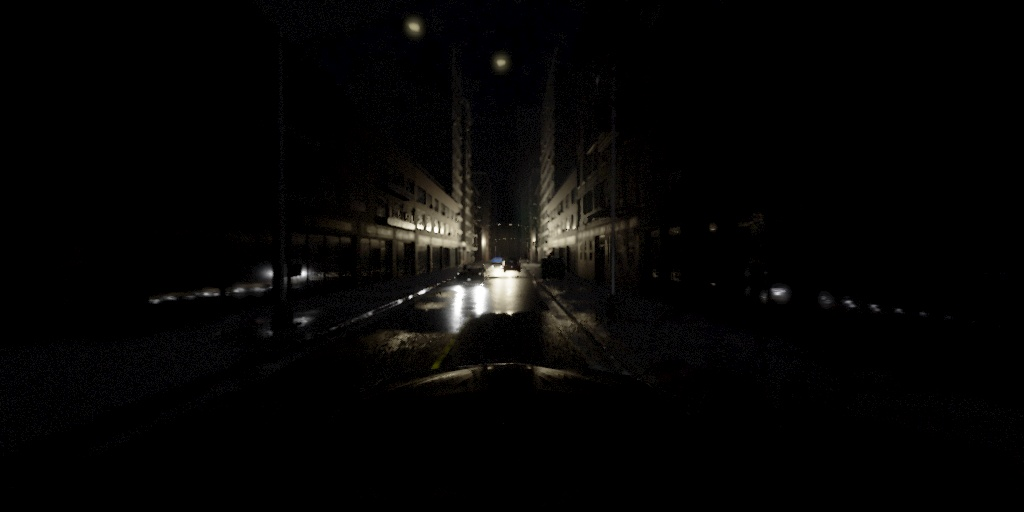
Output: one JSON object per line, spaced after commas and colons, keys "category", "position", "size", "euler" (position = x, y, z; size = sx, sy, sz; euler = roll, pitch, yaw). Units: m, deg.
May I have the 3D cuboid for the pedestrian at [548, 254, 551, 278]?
{"category": "pedestrian", "position": [3.010, 0.782, 28.789], "size": [0.375, 1.860, 0.375], "euler": [-1, 1, -14]}

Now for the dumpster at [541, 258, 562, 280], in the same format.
{"category": "dumpster", "position": [3.010, 1.039, 27.797], "size": [1.020, 1.700, 1.940], "euler": [0, 0, 0]}

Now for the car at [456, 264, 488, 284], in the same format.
{"category": "car", "position": [-2.847, 1.252, 25.971], "size": [1.895, 1.301, 4.718], "euler": [0, 0, 0]}

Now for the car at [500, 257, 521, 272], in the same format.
{"category": "car", "position": [0.034, 1.159, 41.488], "size": [1.994, 1.385, 4.181], "euler": [0, 0, 2]}
